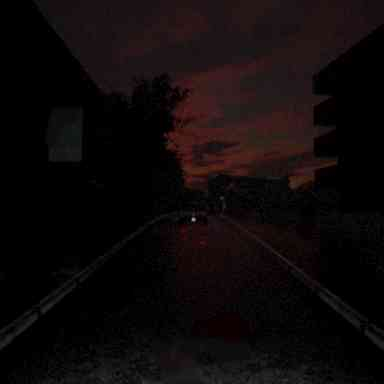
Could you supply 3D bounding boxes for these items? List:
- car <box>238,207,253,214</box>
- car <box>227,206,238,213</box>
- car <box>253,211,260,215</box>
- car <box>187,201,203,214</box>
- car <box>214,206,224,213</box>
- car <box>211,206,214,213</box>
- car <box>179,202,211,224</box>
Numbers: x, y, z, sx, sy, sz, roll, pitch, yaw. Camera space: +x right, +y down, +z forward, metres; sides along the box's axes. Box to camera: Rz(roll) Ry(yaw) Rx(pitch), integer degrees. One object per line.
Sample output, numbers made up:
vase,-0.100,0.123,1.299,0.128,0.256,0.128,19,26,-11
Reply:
car,10.792,4.449,77.493,2.435,2.045,5.566,8,-6,-30
car,7.796,4.269,76.937,2.185,1.767,4.553,7,-5,-30
car,13.625,5.003,78.181,1.946,1.575,5.366,7,-5,-30
car,0.413,1.916,39.216,1.812,1.442,4.674,0,-4,2
car,4.823,4.007,76.442,2.185,1.767,4.553,5,-5,-31
car,1.944,3.701,75.858,2.435,2.045,5.566,2,-4,-30
car,0.111,1.529,23.704,1.895,1.301,4.718,0,-1,0
